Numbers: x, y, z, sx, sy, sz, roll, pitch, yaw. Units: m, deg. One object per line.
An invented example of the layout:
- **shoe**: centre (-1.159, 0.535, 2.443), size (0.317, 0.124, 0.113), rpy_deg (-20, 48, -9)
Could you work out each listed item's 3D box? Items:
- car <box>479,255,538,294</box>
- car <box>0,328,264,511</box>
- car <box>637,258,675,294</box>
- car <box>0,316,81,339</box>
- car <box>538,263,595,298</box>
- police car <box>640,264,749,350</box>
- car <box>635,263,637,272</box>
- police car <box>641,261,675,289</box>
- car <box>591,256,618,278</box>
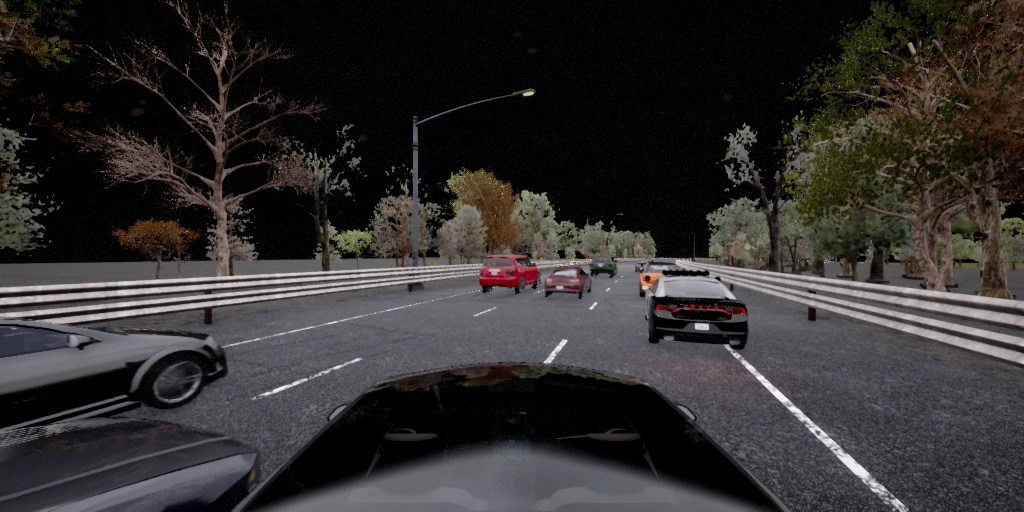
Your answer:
- **car**: centre (0.012, 0.974, 20.621), size (2.150, 2.045, 5.566), rpy_deg (0, 0, 19)
- **car**: centre (-3.208, 1.298, 0.209), size (2.033, 1.411, 5.357), rpy_deg (0, 0, 18)
- **car**: centre (7.725, 1.104, 18.634), size (2.097, 1.767, 4.553), rpy_deg (0, 0, 20)
- **car**: centre (-5.696, 1.314, 3.829), size (1.994, 1.385, 4.181), rpy_deg (0, 0, 18)
- **car**: centre (2.946, 1.278, 18.401), size (1.812, 1.442, 4.674), rpy_deg (0, 0, 19)
- **police car**: centre (4.534, 1.175, 9.437), size (1.930, 1.638, 5.238), rpy_deg (0, 0, 19)
- **car**: centre (16.684, 1.266, 45.436), size (2.128, 1.511, 4.902), rpy_deg (0, 0, 22)
- **police car**: centre (9.771, 1.181, 24.343), size (1.930, 1.638, 5.238), rpy_deg (0, 0, 20)
- **car**: centre (8.999, 0.985, 35.026), size (2.150, 2.045, 5.566), rpy_deg (0, 0, 21)
